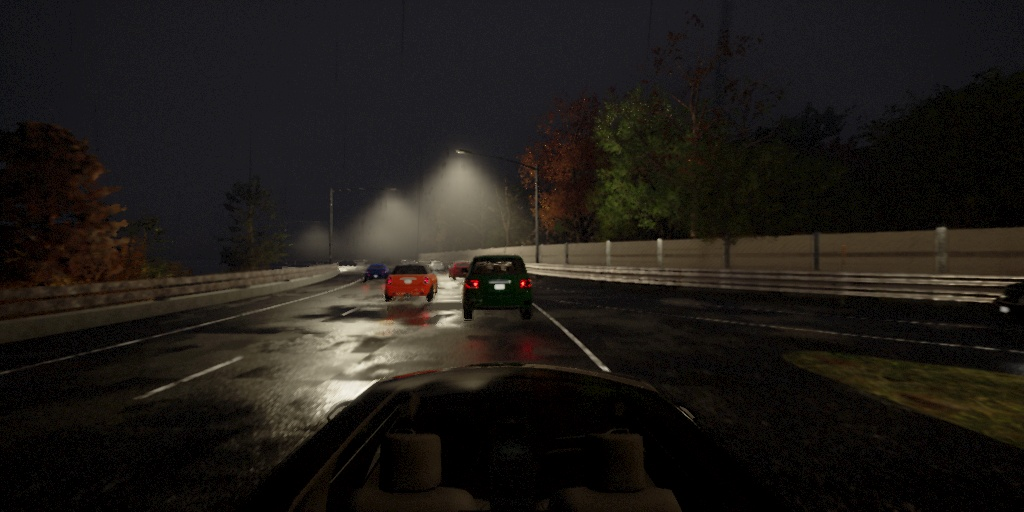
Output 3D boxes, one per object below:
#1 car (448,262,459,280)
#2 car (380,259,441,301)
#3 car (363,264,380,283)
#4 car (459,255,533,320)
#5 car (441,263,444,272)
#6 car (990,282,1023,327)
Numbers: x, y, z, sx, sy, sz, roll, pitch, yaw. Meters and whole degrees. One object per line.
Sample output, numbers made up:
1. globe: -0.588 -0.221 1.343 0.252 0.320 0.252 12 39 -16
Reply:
1. car: -4.600 1.303 32.277 1.882 1.535 5.008 0 0 -16
2. car: -4.879 1.151 17.855 2.097 1.767 4.553 0 0 -8
3. car: -10.995 1.369 29.520 1.812 1.442 4.674 0 0 -15
4. car: -0.642 0.994 12.984 2.150 2.045 5.566 0 0 -6
5. car: -10.310 1.402 47.890 1.812 1.442 4.674 0 0 -24
6. car: 14.196 0.932 7.142 5.566 2.045 2.150 0 0 34
